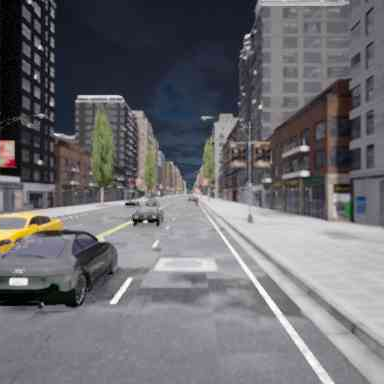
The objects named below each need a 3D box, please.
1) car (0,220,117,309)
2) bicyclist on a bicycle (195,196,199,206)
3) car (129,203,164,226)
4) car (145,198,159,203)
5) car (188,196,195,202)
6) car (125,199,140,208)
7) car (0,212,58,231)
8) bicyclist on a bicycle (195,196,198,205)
[{"bbox_3d":[-3.150,1.611,8.049,1.994,1.385,4.181,0,0,0],"label":"car"},{"bbox_3d":[0.892,1.745,58.483,0.582,1.620,1.656,0,-1,0],"label":"bicyclist on a bicycle"},{"bbox_3d":[-3.150,1.739,24.774,1.895,1.301,4.718,0,0,0],"label":"car"},{"bbox_3d":[-6.546,1.778,54.651,1.837,1.490,4.892,0,0,1],"label":"car"},{"bbox_3d":[-0.003,1.743,87.249,2.097,1.767,4.553,0,0,0],"label":"car"},{"bbox_3d":[-9.789,1.877,54.875,1.895,1.301,4.718,0,0,1],"label":"car"},{"bbox_3d":[-6.600,1.550,12.595,1.882,1.535,5.008,0,0,0],"label":"car"},{"bbox_3d":[0.891,1.700,67.479,0.659,1.776,1.843,0,0,0],"label":"bicyclist on a bicycle"}]
